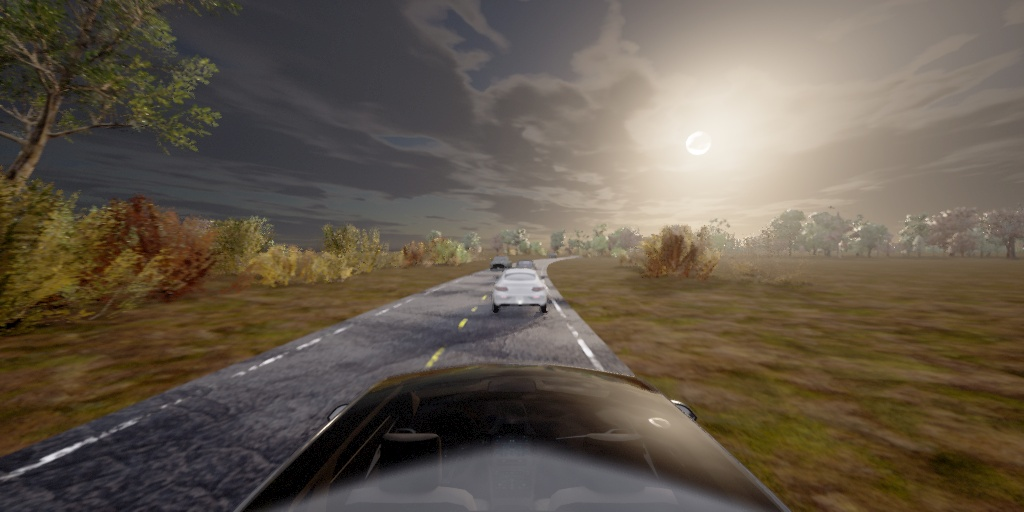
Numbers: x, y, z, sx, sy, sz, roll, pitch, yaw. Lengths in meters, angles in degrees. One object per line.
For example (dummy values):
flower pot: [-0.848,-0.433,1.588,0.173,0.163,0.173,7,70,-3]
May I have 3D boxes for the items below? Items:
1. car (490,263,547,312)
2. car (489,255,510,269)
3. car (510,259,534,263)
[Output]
car: [0.307,1.162,13.461,1.812,1.442,4.674,0,1,2]
car: [-1.222,0.725,40.263,2.097,1.767,4.553,0,1,5]
car: [1.245,1.009,31.700,2.033,1.411,5.357,0,1,4]
